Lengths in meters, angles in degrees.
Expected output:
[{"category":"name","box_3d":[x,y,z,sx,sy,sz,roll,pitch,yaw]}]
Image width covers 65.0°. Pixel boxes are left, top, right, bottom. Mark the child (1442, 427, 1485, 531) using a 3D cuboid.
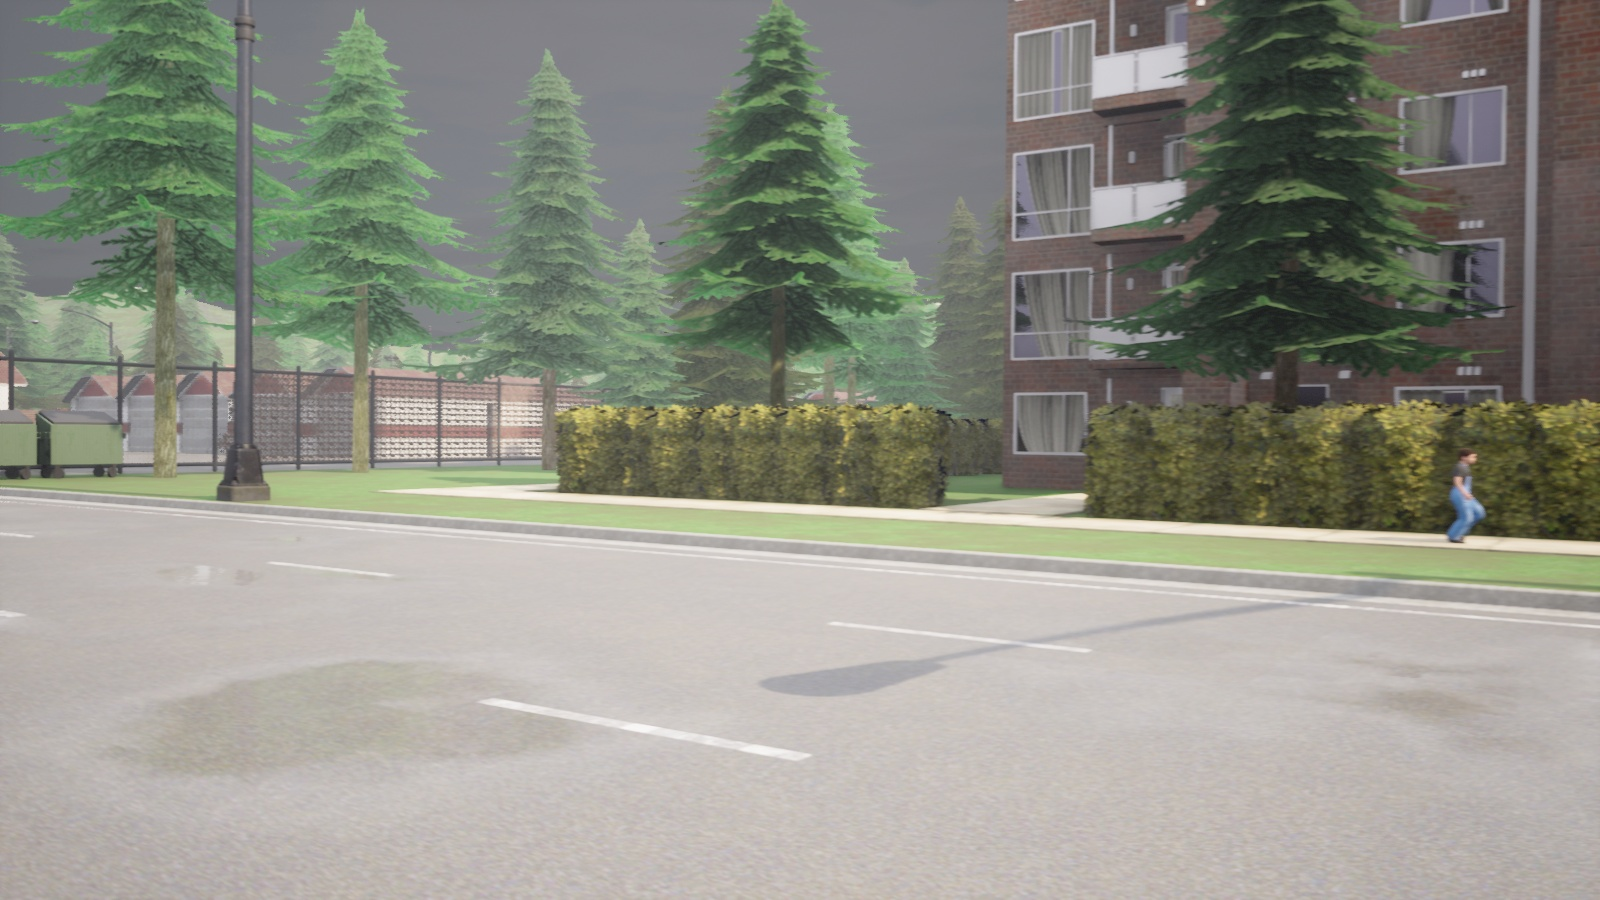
[{"category":"child","box_3d":[8.236,0.353,15.587,0.437,1.263,0.270,0,1,34]}]
